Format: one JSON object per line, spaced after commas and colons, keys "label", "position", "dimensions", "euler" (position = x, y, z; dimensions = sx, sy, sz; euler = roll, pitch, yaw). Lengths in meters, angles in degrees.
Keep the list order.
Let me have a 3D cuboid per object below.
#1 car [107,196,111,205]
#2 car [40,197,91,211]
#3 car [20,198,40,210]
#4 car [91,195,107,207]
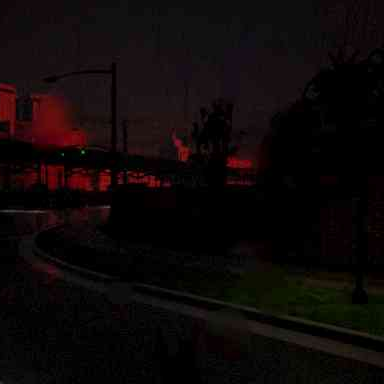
{"label": "car", "position": [-8.966, 1.289, 47.450], "dimensions": [2.033, 1.411, 5.357], "euler": [0, 1, 37]}
{"label": "car", "position": [-14.908, 1.364, 39.579], "dimensions": [1.837, 1.490, 4.892], "euler": [0, 1, 37]}
{"label": "car", "position": [-18.475, 1.403, 40.665], "dimensions": [1.812, 1.442, 4.674], "euler": [0, 1, 37]}
{"label": "car", "position": [-12.958, 1.260, 47.970], "dimensions": [2.128, 1.511, 4.902], "euler": [0, 1, 37]}
